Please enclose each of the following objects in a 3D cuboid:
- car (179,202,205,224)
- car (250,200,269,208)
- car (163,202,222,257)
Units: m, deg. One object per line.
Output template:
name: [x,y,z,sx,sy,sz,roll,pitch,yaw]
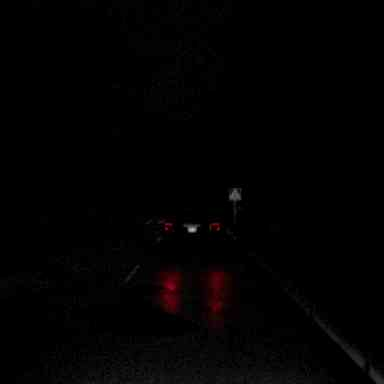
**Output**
car: [0.028,1.773,29.097,2.097,1.767,4.553,0,-1,0]
car: [14.007,2.438,68.704,2.097,1.767,4.553,-2,-2,43]
car: [0.011,1.410,14.038,2.150,2.045,5.566,0,-1,0]
